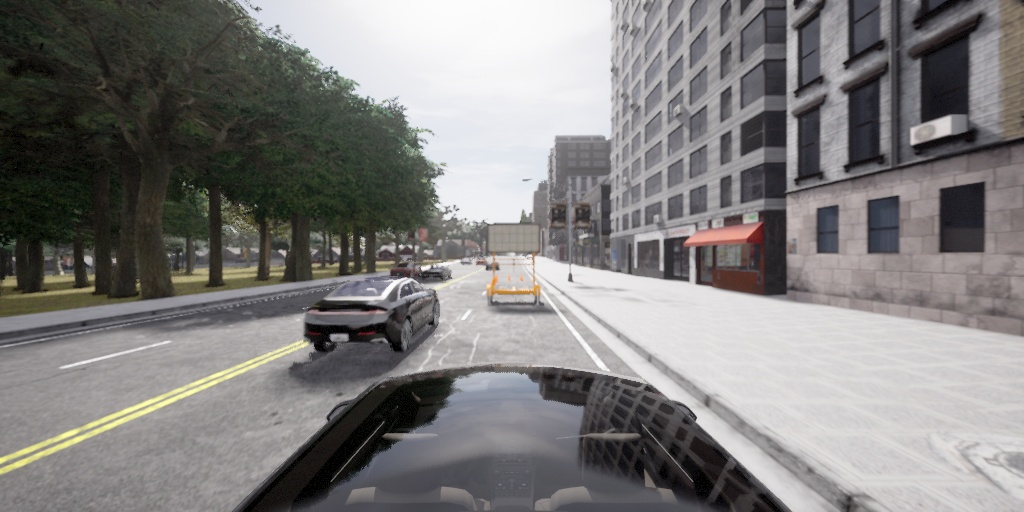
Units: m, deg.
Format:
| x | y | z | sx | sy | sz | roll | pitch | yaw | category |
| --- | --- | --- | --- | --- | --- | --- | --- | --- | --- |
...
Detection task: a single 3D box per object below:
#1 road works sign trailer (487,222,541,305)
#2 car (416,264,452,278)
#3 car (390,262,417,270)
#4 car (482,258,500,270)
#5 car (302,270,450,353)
| x | y | z | sx | sy | sz | roll | pitch | yaw | category |
| --- | --- | --- | --- | --- | --- | --- | --- | --- | --- |
| 0.078 | 0.255 | 16.334 | 2.380 | 3.560 | 2.880 | 0 | 0 | 0 | road works sign trailer |
| -6.438 | 1.409 | 30.867 | 1.895 | 1.301 | 4.718 | 0 | 0 | 0 | car |
| -9.674 | 1.288 | 32.974 | 1.882 | 1.535 | 5.008 | 0 | 0 | 0 | car |
| -2.861 | 1.374 | 53.135 | 1.994 | 1.385 | 4.181 | 0 | 0 | 0 | car |
| -3.114 | 1.270 | 8.916 | 2.128 | 1.511 | 4.902 | 0 | 0 | 0 | car |
